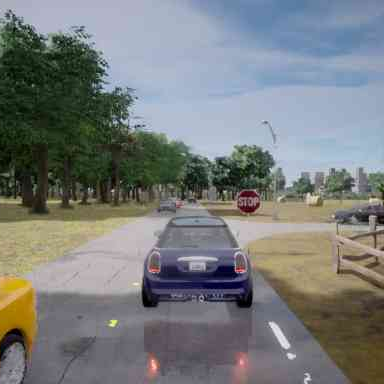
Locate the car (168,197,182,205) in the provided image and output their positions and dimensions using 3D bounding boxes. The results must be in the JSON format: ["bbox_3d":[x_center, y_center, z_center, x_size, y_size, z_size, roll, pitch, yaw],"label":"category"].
[{"bbox_3d":[-2.808,1.509,48.287,2.097,1.767,4.553,0,0,0],"label":"car"}]

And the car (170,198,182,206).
[{"bbox_3d":[-2.781,1.744,59.148,1.837,1.490,4.892,0,-1,0],"label":"car"}]

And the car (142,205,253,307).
[{"bbox_3d":[0.104,1.360,8.135,2.097,1.767,4.553,0,0,0],"label":"car"}]

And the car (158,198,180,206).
[{"bbox_3d":[-2.813,1.656,38.293,1.994,1.385,4.181,0,0,1],"label":"car"}]

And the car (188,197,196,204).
[{"bbox_3d":[0.043,1.922,77.921,1.837,1.490,4.892,0,-1,0],"label":"car"}]

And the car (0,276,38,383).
[{"bbox_3d":[-2.850,1.479,2.092,1.882,1.535,5.008,0,0,0],"label":"car"}]

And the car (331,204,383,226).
[{"bbox_3d":[12.428,1.596,23.542,4.892,1.490,1.837,1,-2,0],"label":"car"}]
